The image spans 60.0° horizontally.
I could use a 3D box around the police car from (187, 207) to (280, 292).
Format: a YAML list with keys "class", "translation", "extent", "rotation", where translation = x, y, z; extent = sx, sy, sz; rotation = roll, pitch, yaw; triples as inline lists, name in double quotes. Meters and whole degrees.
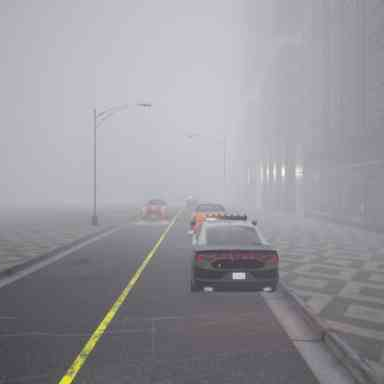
- class: "police car"
  translation: [0.917, 1.427, 9.045]
  extent: [1.930, 1.638, 5.238]
  rotation: [0, 0, 0]

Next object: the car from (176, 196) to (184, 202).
- class: "car"
  translation: [-2.828, 1.659, 78.398]
  extent: [2.128, 1.511, 4.902]
  rotation: [0, 0, 0]

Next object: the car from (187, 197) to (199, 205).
- class: "car"
  translation: [0.131, 1.601, 60.397]
  extent: [2.128, 1.511, 4.902]
  rotation: [0, 0, 0]

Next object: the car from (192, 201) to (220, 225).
- class: "car"
  translation: [0.953, 1.496, 24.936]
  extent: [1.882, 1.535, 5.008]
  rotation: [0, 0, 0]

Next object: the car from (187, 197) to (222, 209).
- class: "car"
  translation: [0.938, 1.361, 18.906]
  extent: [2.097, 1.767, 4.553]
  rotation: [0, 0, 0]

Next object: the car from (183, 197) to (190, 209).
- class: "car"
  translation: [0.113, 1.667, 46.539]
  extent: [1.895, 1.301, 4.718]
  rotation: [0, 0, 1]

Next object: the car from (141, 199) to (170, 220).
- class: "car"
  translation: [-3.038, 1.375, 28.489]
  extent: [2.097, 1.767, 4.553]
  rotation: [0, 0, 0]
